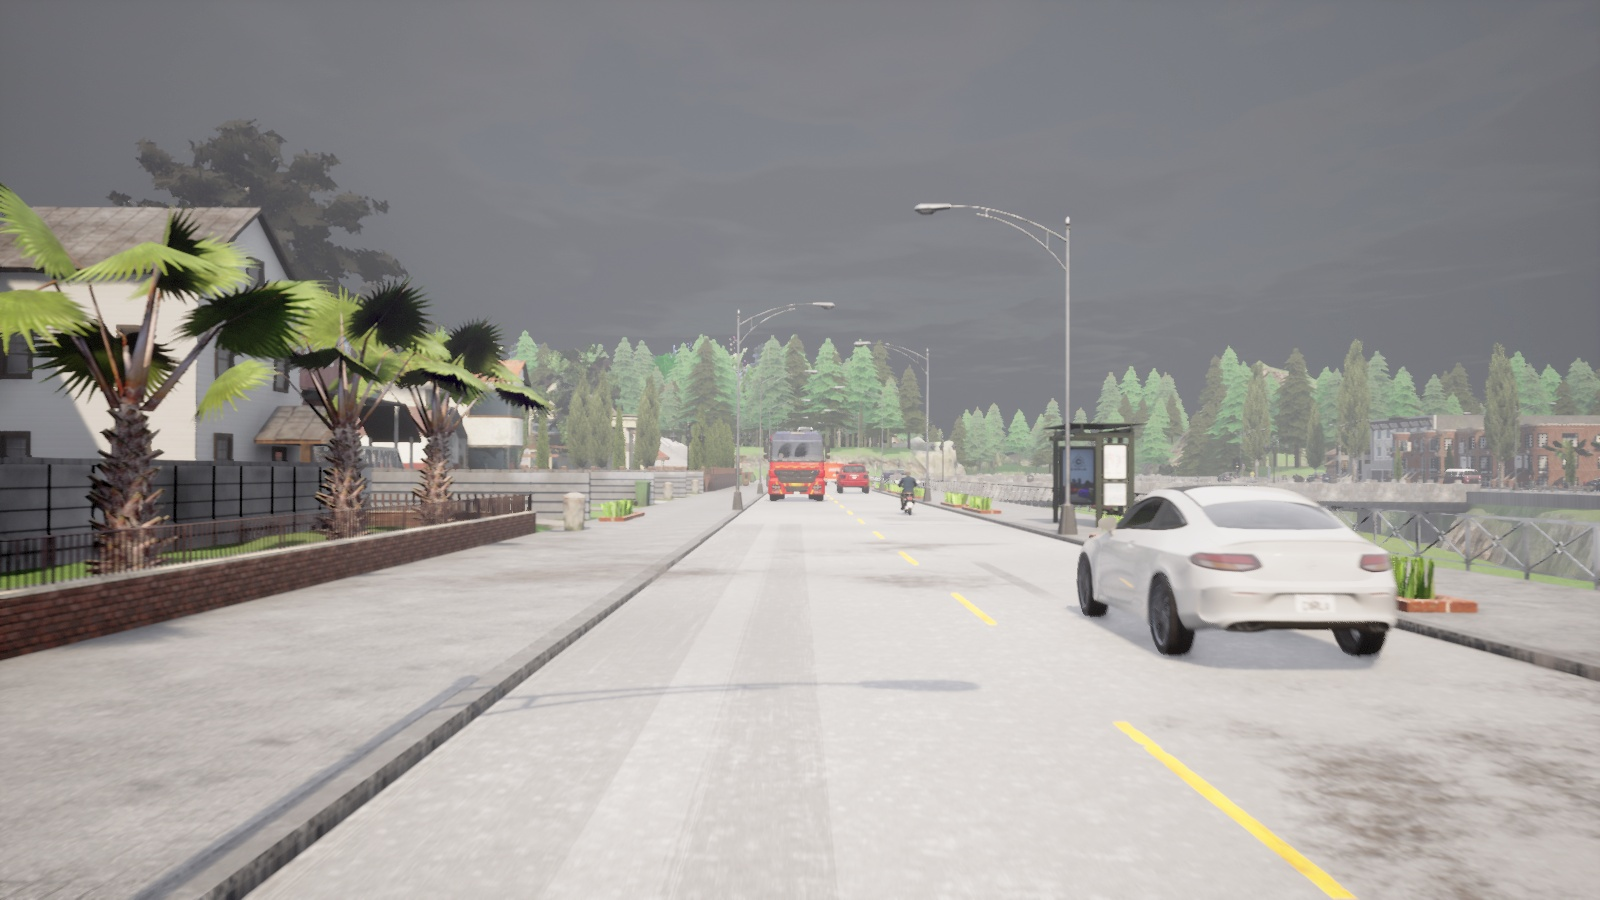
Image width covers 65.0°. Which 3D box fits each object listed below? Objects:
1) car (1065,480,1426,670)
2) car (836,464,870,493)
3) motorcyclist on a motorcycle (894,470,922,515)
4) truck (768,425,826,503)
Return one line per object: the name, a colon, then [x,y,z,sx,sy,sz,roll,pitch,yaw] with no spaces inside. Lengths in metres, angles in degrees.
car: [3.972,1.028,12.143,1.812,1.442,4.674,0,-1,0]
car: [3.787,2.028,90.204,2.150,2.045,5.566,0,-1,0]
motorcyclist on a motorcycle: [3.893,1.512,45.394,0.866,1.590,1.817,0,-1,0]
truck: [-0.162,0.768,66.775,2.891,3.827,8.468,0,-1,0]
